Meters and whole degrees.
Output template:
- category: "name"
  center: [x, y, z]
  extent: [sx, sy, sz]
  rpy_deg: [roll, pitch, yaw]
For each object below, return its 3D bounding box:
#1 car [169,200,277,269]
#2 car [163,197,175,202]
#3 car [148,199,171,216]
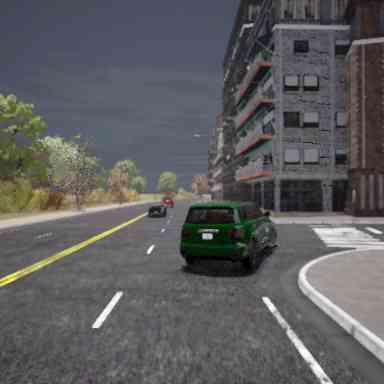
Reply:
- category: "car"
  center: [1.489, 1.315, 11.966]
  extent: [2.150, 2.045, 5.566]
  rpy_deg: [-2, 0, 23]
- category: "car"
  center: [-4.661, 1.908, 64.958]
  extent: [2.150, 2.045, 5.566]
  rpy_deg: [0, -1, -1]
- category: "car"
  center: [-3.821, 1.883, 37.191]
  extent: [2.128, 1.511, 4.902]
  rpy_deg: [0, -1, -2]
